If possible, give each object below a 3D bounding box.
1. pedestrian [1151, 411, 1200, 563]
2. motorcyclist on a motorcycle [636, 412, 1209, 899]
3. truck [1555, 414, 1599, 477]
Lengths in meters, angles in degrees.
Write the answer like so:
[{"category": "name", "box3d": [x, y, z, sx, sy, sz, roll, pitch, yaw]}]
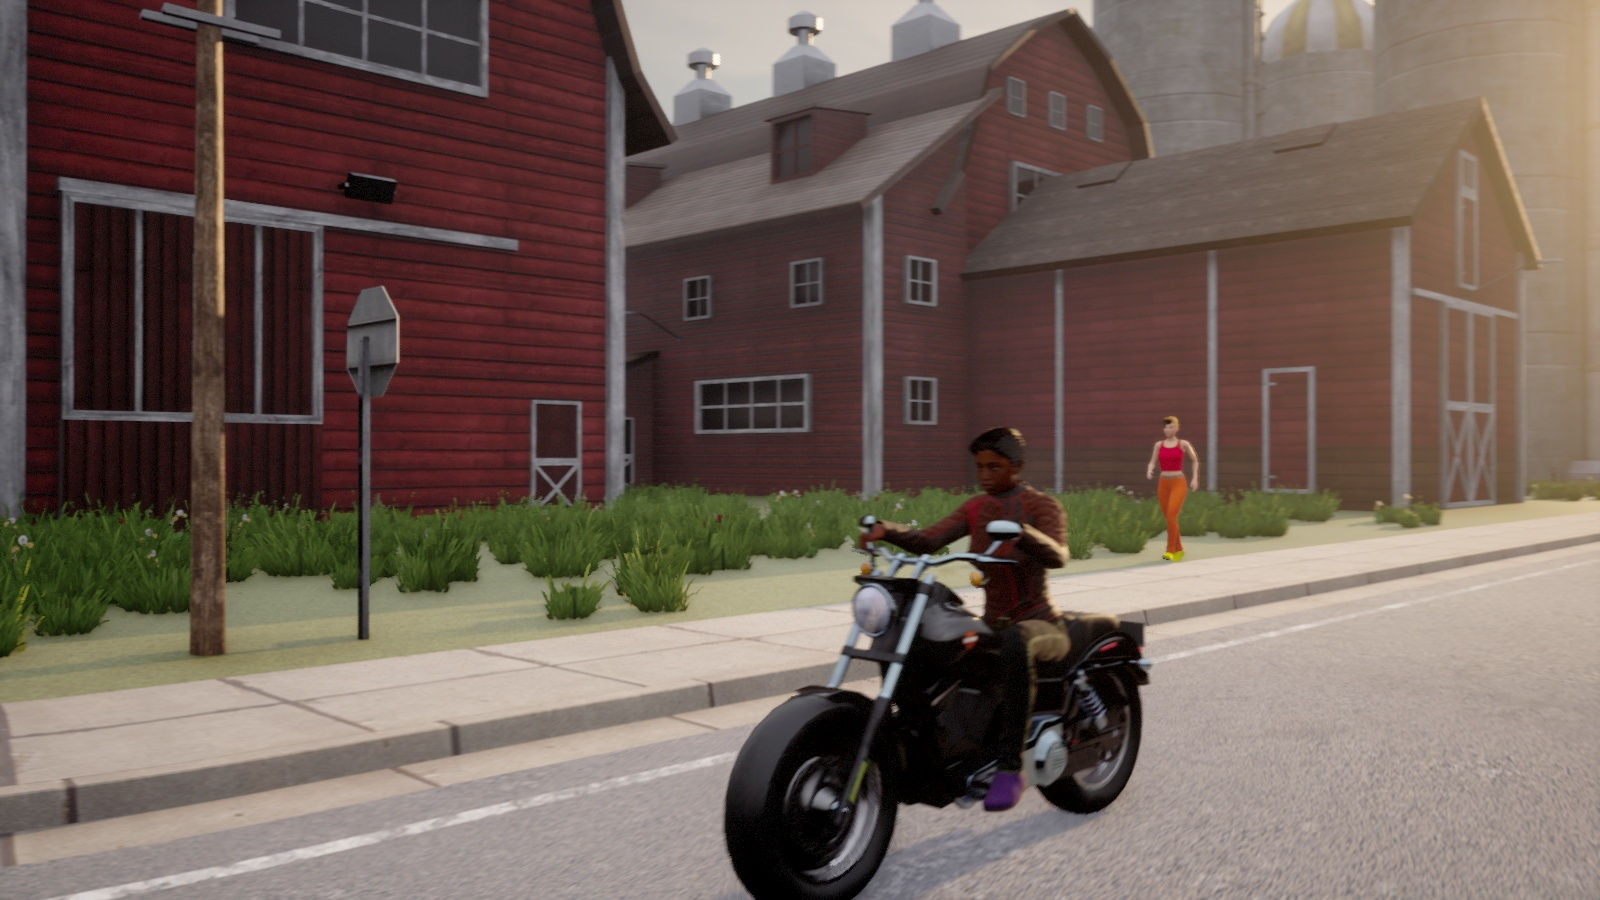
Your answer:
[{"category": "pedestrian", "box3d": [4.654, 0.451, 15.577, 0.345, 1.836, 0.594, 0, 0, 43]}, {"category": "motorcyclist on a motorcycle", "box3d": [0.579, 0.714, 4.640, 2.350, 1.649, 0.766, 0, 0, -45]}, {"category": "truck", "box3d": [50.549, -0.276, 75.386, 2.891, 3.827, 8.468, 0, 0, -44]}]
